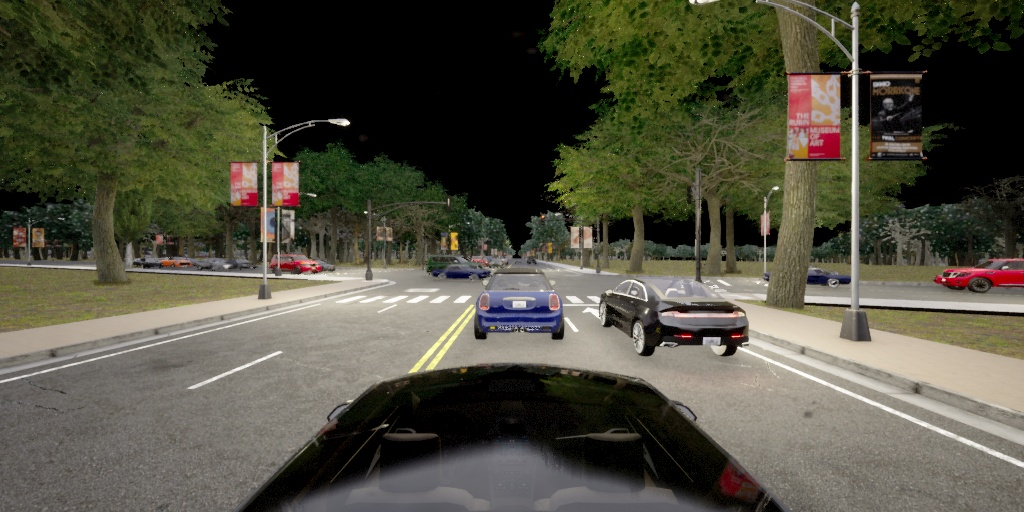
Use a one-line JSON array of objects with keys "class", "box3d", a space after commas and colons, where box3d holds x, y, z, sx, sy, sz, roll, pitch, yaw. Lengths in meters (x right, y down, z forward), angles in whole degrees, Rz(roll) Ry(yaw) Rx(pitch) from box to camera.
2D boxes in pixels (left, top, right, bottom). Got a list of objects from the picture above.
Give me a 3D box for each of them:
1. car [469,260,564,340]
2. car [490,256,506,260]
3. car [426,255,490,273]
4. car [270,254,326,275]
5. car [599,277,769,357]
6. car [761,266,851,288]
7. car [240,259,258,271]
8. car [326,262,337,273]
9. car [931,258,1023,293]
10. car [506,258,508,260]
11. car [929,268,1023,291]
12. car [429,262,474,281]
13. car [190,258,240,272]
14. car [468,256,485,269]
[{"class": "car", "box3d": [0.192, 1.102, 10.150, 2.097, 1.767, 4.553, 0, 0, 1]}, {"class": "car", "box3d": [-2.397, 1.108, 55.895, 2.097, 1.767, 4.553, 0, 0, 1]}, {"class": "car", "box3d": [-5.221, 0.953, 32.719, 5.566, 2.045, 2.150, 0, 0, 24]}, {"class": "car", "box3d": [-22.215, 0.866, 36.736, 5.566, 2.045, 2.150, 0, 0, 24]}, {"class": "car", "box3d": [3.429, 1.241, 8.562, 2.128, 1.511, 4.902, 0, 0, 0]}, {"class": "car", "box3d": [20.395, 1.478, 25.071, 4.718, 1.301, 1.895, 0, 0, 24]}, {"class": "car", "box3d": [-35.071, 1.115, 46.040, 5.357, 1.411, 2.033, 0, 0, 24]}, {"class": "car", "box3d": [-21.924, 1.143, 40.171, 4.892, 1.490, 1.837, 0, 0, 24]}, {"class": "car", "box3d": [29.309, 1.153, 21.089, 5.566, 2.045, 2.150, 0, 0, 25]}, {"class": "car", "box3d": [-2.205, 1.359, 64.886, 1.895, 1.301, 4.718, 0, 0, 1]}, {"class": "car", "box3d": [31.483, 1.537, 23.686, 4.718, 1.301, 1.895, 0, 0, 24]}, {"class": "car", "box3d": [-3.911, 1.350, 28.574, 4.718, 1.301, 1.895, 0, 0, 24]}, {"class": "car", "box3d": [-35.320, 1.062, 42.591, 4.902, 1.511, 2.128, 1, 0, 24]}, {"class": "car", "box3d": [-5.626, 0.978, 57.962, 2.150, 2.045, 5.566, 0, 0, 1]}]
